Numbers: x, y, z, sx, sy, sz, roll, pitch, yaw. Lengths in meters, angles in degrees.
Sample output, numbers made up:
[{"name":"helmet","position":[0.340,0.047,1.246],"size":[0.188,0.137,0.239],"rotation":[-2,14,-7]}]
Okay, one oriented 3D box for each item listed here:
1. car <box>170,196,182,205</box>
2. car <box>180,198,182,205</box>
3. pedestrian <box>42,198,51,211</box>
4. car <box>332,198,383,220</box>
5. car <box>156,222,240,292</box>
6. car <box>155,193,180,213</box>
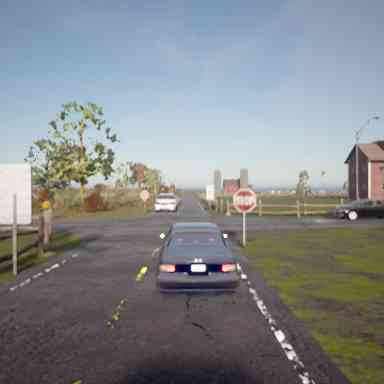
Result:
[{"name":"car","position":[-2.804,1.475,59.566],"size":[1.812,1.442,4.674],"rotation":[0,0,1]},{"name":"car","position":[-2.848,1.309,49.200],"size":[2.097,1.767,4.553],"rotation":[0,0,0]},{"name":"pedestrian","position":[-12.170,1.391,27.836],"size":[0.375,1.860,0.375],"rotation":[0,1,0]},{"name":"car","position":[12.953,1.265,24.626],"size":[4.892,1.490,1.837],"rotation":[-1,1,0]},{"name":"car","position":[0.071,1.539,9.041],"size":[2.033,1.411,5.357],"rotation":[0,0,-1]},{"name":"car","position":[-2.851,1.189,37.424],"size":[2.150,2.045,5.566],"rotation":[0,0,0]}]
